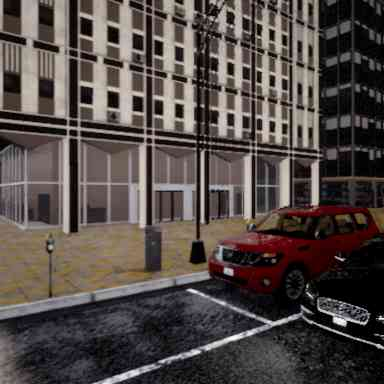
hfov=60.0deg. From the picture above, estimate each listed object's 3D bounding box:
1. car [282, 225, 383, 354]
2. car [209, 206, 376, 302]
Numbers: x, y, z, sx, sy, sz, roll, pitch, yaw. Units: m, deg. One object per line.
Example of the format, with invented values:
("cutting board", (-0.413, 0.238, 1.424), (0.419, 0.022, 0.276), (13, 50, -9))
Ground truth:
("car", (3.975, 1.503, 5.936), (4.892, 1.490, 1.837), (0, 0, -36))
("car", (2.796, 1.314, 8.295), (5.009, 1.841, 2.192), (0, 0, -36))
